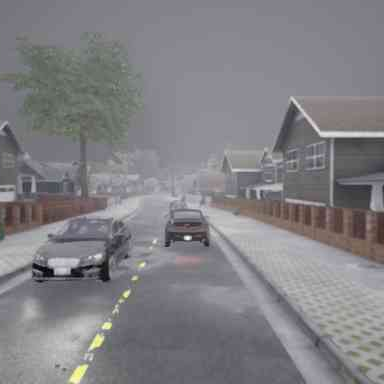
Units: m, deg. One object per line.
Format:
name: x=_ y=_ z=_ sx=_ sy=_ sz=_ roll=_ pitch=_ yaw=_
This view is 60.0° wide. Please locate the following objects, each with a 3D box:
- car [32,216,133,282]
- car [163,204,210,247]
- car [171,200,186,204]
car: x=-2.948 y=1.498 z=9.836 sx=2.128 sy=1.511 sz=4.902 roll=0 pitch=0 yaw=-2
car: x=-0.253 y=1.509 z=15.163 sx=1.837 sy=1.490 sz=4.892 roll=0 pitch=0 yaw=-2
car: x=-1.427 y=1.561 z=34.188 sx=2.033 sy=1.411 sz=5.357 roll=0 pitch=0 yaw=-5
